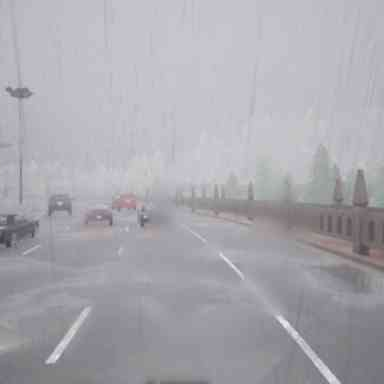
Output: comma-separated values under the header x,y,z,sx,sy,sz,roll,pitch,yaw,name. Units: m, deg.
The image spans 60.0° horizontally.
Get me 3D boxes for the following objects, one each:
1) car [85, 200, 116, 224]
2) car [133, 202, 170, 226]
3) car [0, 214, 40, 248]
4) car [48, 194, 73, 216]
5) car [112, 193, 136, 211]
x,y,z,sx,sy,sz,roll,pitch,yaw,name
-6.709,1.491,24.185,1.812,1.442,4.674,0,0,-14,car
-2.753,1.546,22.817,1.895,1.301,4.718,0,0,-13,car
-8.244,1.594,14.546,1.895,1.301,4.718,0,0,-9,car
-13.211,1.212,33.421,2.150,2.045,5.566,0,0,-20,car
-8.086,1.161,39.452,2.150,2.045,5.566,0,0,-22,car
